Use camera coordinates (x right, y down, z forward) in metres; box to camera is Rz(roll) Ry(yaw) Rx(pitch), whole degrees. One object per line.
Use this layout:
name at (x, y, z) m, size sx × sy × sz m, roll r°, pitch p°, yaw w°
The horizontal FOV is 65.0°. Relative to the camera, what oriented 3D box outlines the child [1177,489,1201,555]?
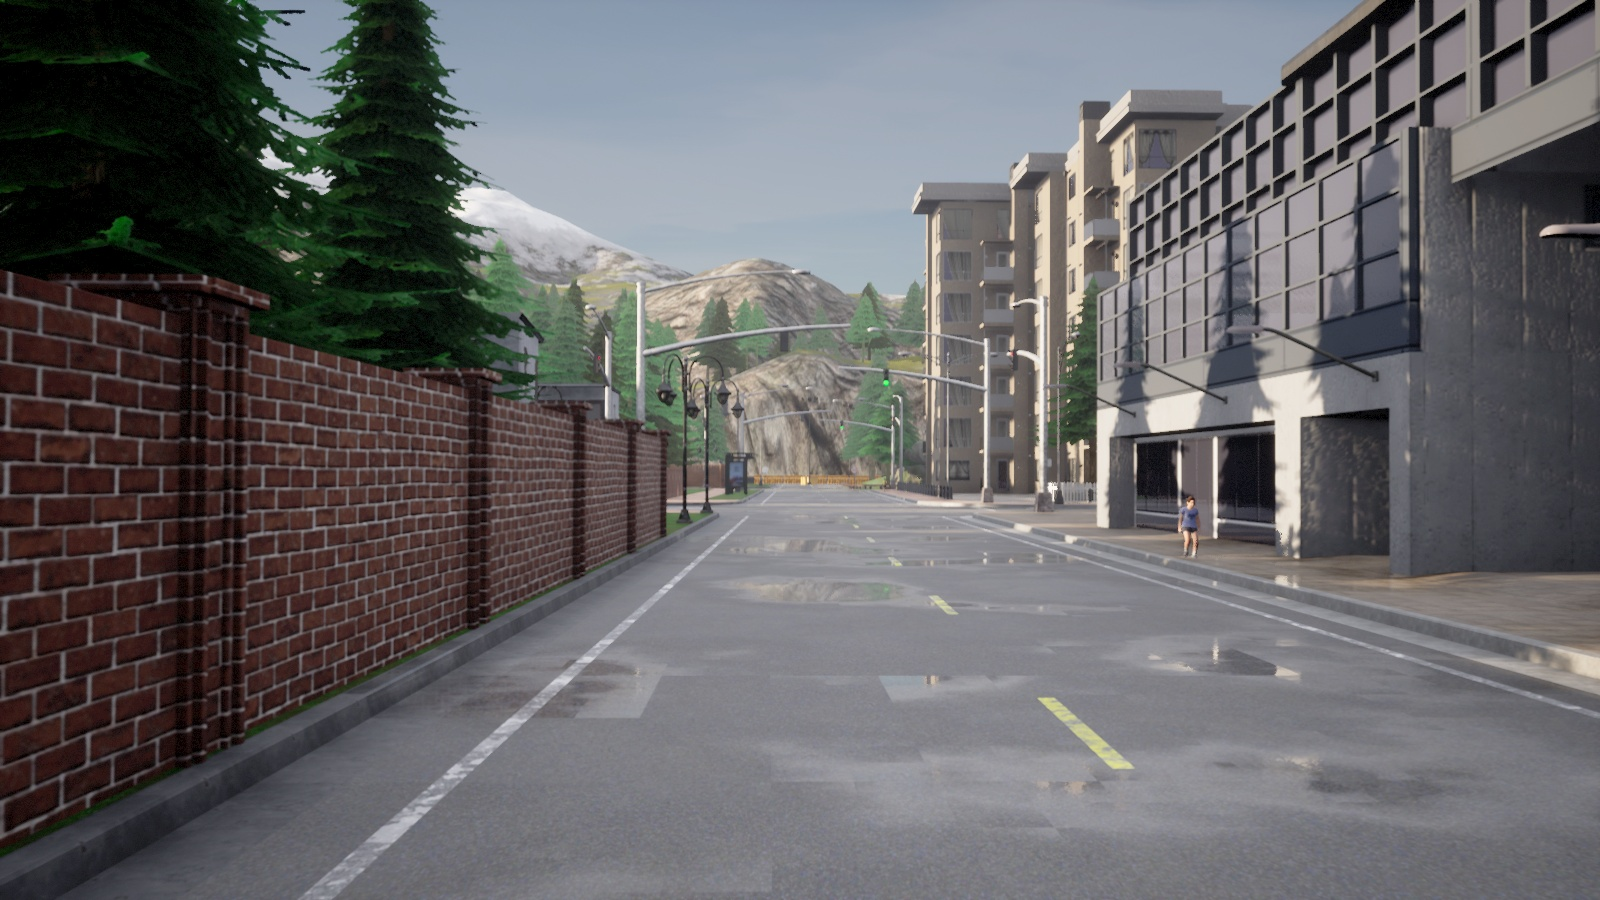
child at (6.649, 1.231, 21.462) m, size 0.255 × 1.110 × 0.394 m, roll 0°, pitch -1°, yaw -3°
